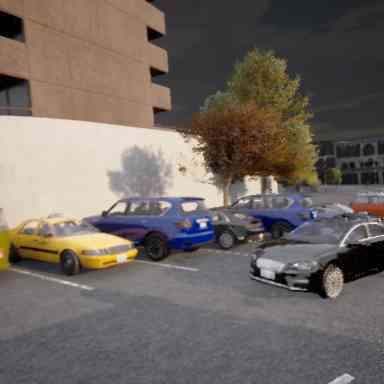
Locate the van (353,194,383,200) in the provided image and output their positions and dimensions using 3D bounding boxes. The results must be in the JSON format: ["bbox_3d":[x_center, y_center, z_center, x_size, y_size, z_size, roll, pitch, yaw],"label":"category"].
[{"bbox_3d":[12.938,1.095,22.629,4.442,1.987,1.878,-1,0,36],"label":"van"}]

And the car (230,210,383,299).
[{"bbox_3d":[3.580,1.431,8.382,4.902,1.511,2.128,-1,0,-35],"label":"car"}]

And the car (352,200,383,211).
[{"bbox_3d":[8.070,1.366,19.181,4.892,1.521,2.231,-1,-1,36],"label":"car"}]

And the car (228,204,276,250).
[{"bbox_3d":[0.652,1.435,14.016,4.892,1.521,2.231,-1,0,35],"label":"car"}]

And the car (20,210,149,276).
[{"bbox_3d":[-4.086,1.474,10.440,5.366,1.575,1.946,-1,-1,35],"label":"car"}]

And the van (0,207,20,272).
[{"bbox_3d":[-6.779,1.281,8.868,4.442,1.987,1.878,-1,0,35],"label":"van"}]

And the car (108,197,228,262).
[{"bbox_3d":[-1.829,1.206,12.299,5.566,2.045,2.435,-1,0,35],"label":"car"}]

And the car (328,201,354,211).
[{"bbox_3d":[5.574,1.418,17.480,4.792,1.488,2.163,-1,0,35],"label":"car"}]

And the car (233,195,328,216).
[{"bbox_3d":[3.092,1.160,15.764,5.566,2.045,2.435,-1,0,35],"label":"car"}]
